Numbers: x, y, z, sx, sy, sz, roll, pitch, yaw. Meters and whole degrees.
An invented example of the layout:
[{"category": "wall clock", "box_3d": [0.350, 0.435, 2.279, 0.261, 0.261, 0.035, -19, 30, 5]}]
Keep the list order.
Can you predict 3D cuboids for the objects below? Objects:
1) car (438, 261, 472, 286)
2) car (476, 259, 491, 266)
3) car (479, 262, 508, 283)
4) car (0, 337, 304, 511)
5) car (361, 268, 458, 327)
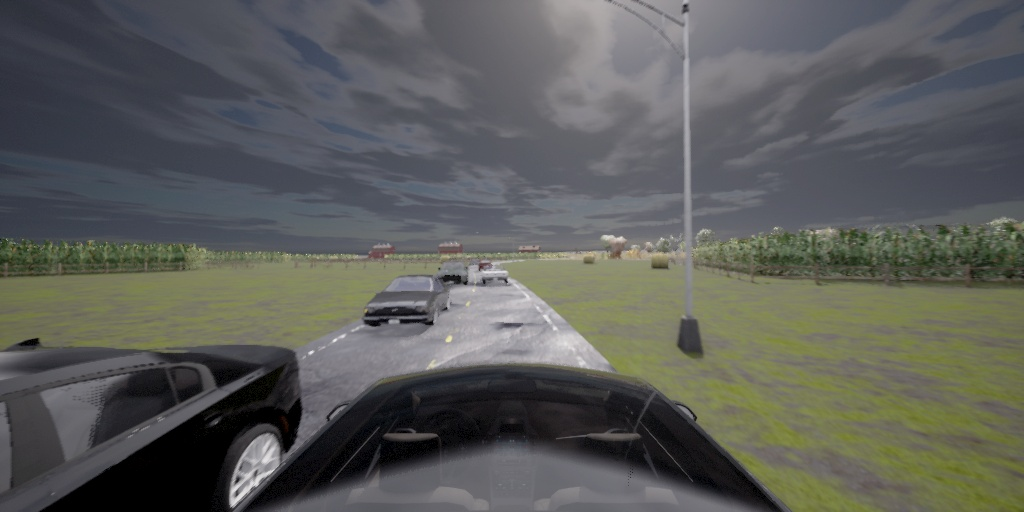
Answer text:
[{"category": "car", "box_3d": [-4.127, 1.142, 25.517, 2.097, 1.767, 4.553, -1, 0, -5]}, {"category": "car", "box_3d": [-3.724, 1.247, 50.749, 1.882, 1.535, 5.008, -1, 0, -5]}, {"category": "car", "box_3d": [-1.394, 1.356, 27.848, 1.895, 1.301, 4.718, -1, 0, -5]}, {"category": "car", "box_3d": [-2.864, 1.260, 1.305, 1.882, 1.535, 5.008, -1, 0, -1]}, {"category": "car", "box_3d": [-3.194, 1.331, 11.986, 2.033, 1.411, 5.357, -1, 0, -3]}]
